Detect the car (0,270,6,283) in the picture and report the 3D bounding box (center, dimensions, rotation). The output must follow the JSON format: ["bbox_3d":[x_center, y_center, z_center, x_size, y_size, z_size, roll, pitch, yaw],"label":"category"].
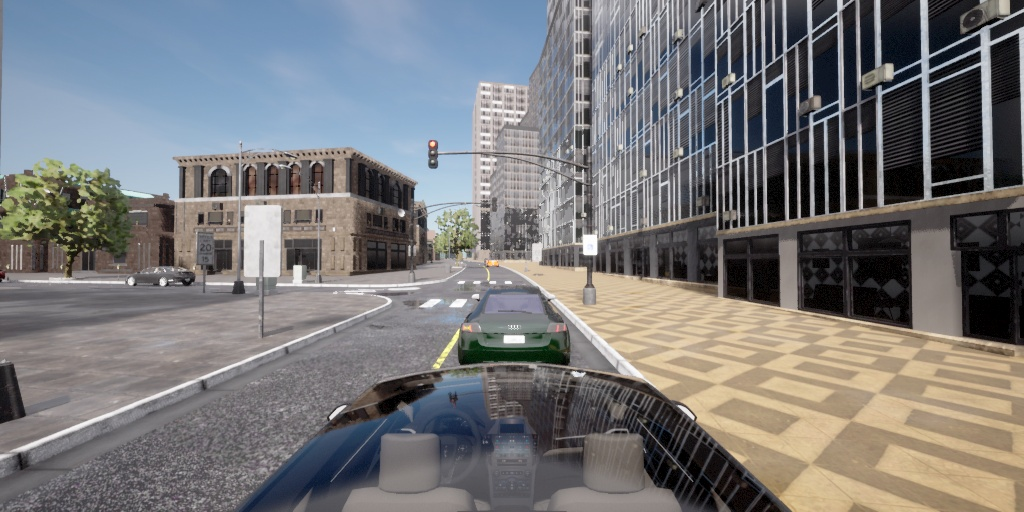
[{"bbox_3d":[-41.453,1.380,27.465,4.507,1.381,1.888,0,0,9],"label":"car"}]

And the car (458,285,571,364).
[{"bbox_3d":[0.039,1.315,7.799,1.994,1.385,4.181,0,0,0],"label":"car"}]

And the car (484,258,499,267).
[{"bbox_3d":[-3.561,1.096,64.696,2.097,1.767,4.553,0,0,-7],"label":"car"}]

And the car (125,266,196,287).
[{"bbox_3d":[-24.214,1.378,24.710,4.403,1.370,2.007,0,0,9],"label":"car"}]
